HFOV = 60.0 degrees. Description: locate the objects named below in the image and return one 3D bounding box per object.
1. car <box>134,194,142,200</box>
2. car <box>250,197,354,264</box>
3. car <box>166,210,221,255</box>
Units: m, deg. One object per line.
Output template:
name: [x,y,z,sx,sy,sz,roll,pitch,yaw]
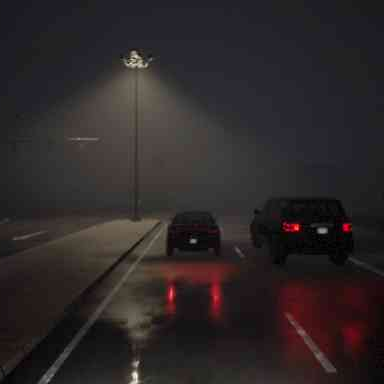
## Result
car: [-15.005,1.375,92.352,1.837,1.490,4.892,0,0,0]
car: [3.565,1.198,11.814,2.150,2.045,5.566,0,-1,0]
car: [0.063,1.460,13.189,1.882,1.535,5.008,0,-1,0]
